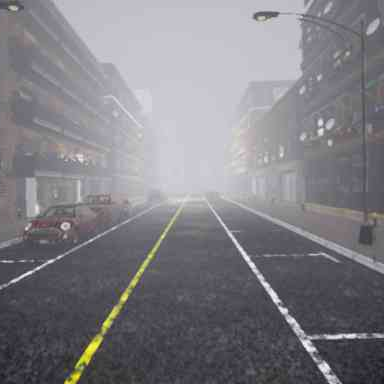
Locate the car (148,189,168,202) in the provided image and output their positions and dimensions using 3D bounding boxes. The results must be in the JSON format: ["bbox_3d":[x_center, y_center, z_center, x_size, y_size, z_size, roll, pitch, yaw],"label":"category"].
[{"bbox_3d":[-5.167,0.449,48.119,2.192,1.841,5.009,-1,1,1],"label":"car"}]

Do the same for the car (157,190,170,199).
[{"bbox_3d":[-5.050,0.443,59.394,1.887,1.381,4.507,-1,1,1],"label":"car"}]

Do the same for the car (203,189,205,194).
[{"bbox_3d":[3.328,0.240,59.301,1.887,1.381,4.507,-1,1,1],"label":"car"}]

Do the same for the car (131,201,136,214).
[{"bbox_3d":[-5.389,1.186,25.586,1.802,1.307,4.206,-1,1,1],"label":"car"}]

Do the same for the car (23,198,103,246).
[{"bbox_3d":[-5.505,1.279,14.313,1.967,1.590,4.097,-1,1,1],"label":"car"}]

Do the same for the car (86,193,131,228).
[{"bbox_3d":[-5.450,1.037,19.945,2.192,1.841,5.009,-1,1,1],"label":"car"}]

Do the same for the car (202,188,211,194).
[{"bbox_3d":[3.554,-0.227,81.840,2.008,1.369,4.403,-1,1,1],"label":"car"}]

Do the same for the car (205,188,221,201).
[{"bbox_3d":[3.216,0.453,48.201,1.752,1.417,4.829,-1,1,1],"label":"car"}]
